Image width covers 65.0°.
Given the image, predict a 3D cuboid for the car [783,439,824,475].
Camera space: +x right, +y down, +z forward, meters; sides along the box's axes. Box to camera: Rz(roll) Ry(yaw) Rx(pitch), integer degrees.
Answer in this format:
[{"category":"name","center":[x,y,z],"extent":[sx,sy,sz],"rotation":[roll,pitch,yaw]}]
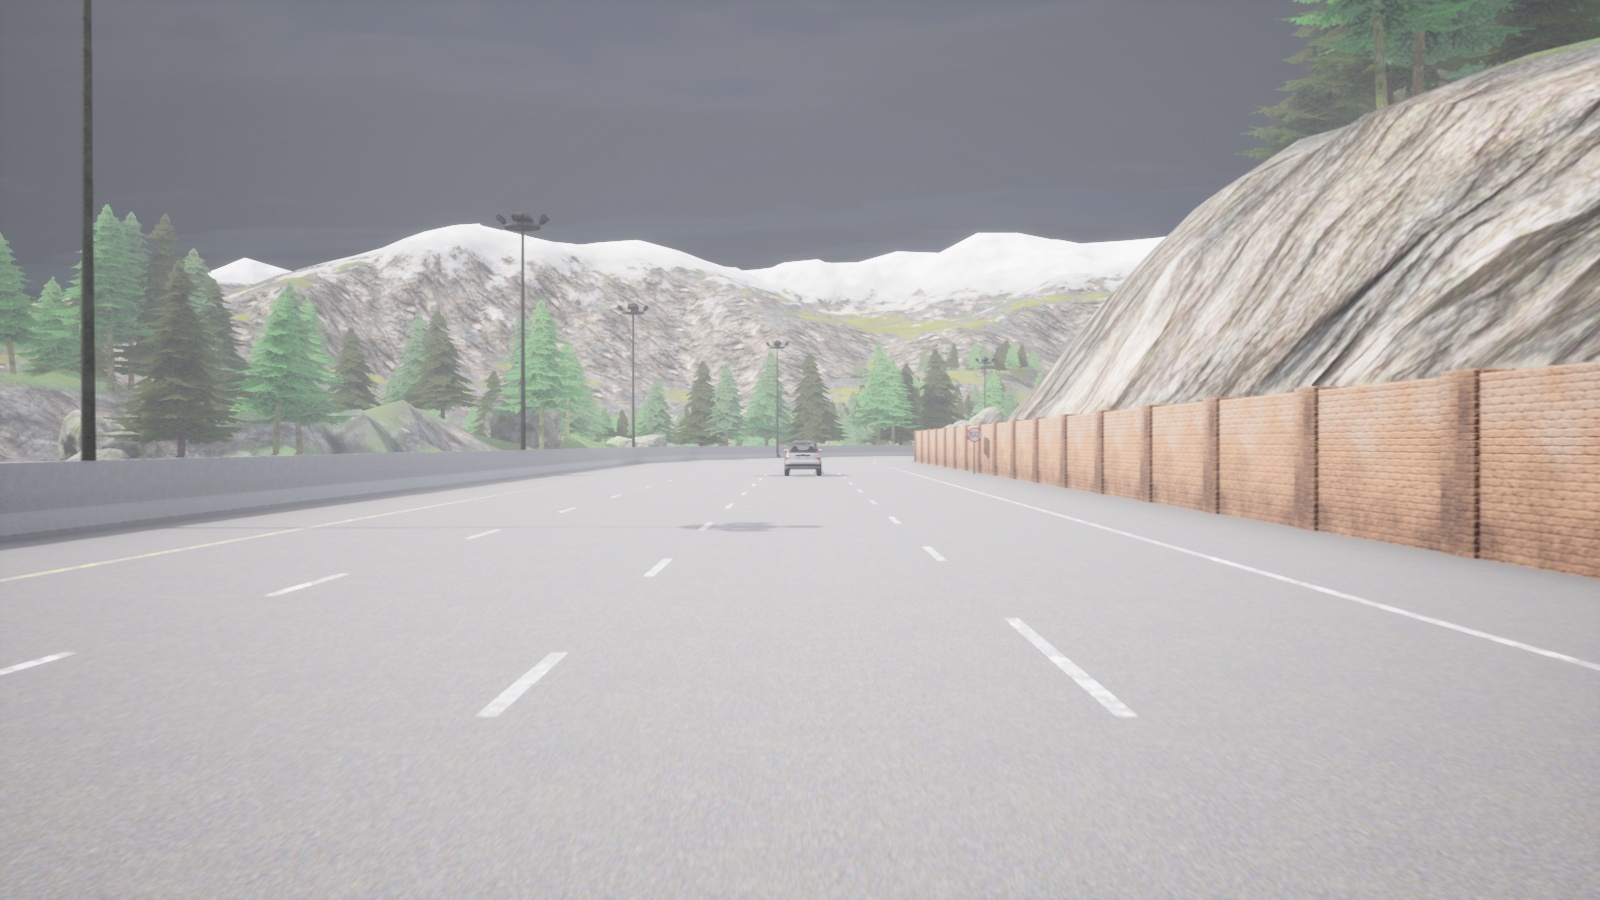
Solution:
[{"category":"car","center":[0.151,0.314,58.682],"extent":[1.851,1.617,3.988],"rotation":[0,0,0]}]
